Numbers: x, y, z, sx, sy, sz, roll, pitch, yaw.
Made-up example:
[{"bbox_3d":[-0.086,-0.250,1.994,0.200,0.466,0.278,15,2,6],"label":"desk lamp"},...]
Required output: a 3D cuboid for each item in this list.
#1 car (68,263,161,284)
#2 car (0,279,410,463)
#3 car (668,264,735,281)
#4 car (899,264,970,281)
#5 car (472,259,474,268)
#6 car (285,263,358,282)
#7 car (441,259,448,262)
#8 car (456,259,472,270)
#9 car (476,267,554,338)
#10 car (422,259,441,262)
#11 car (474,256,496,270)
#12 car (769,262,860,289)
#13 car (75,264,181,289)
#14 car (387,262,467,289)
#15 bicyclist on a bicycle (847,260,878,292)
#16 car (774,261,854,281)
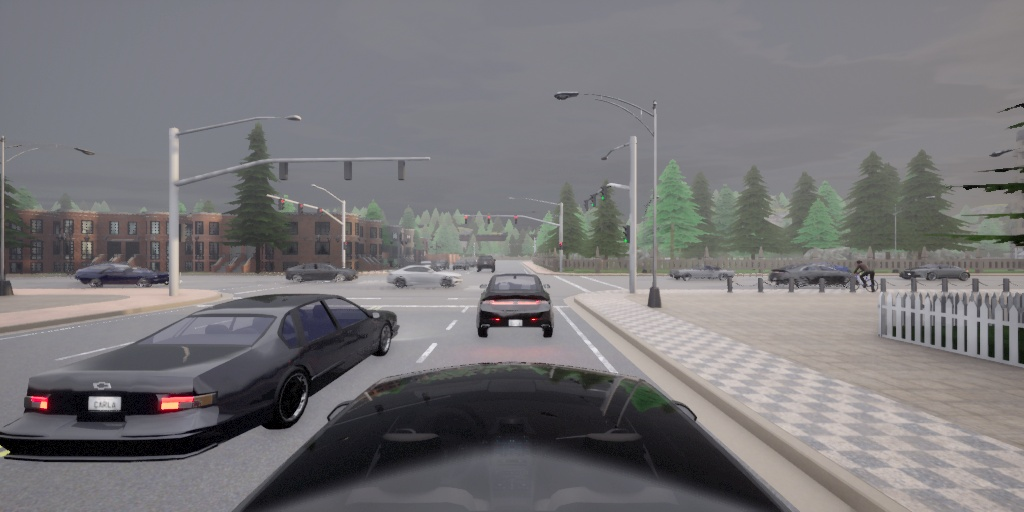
[{"bbox_3d":[-28.991,1.275,26.255,4.674,1.442,1.812,0,0,-2],"label":"car"},{"bbox_3d":[-3.434,1.297,5.552,2.033,1.411,5.357,0,0,1],"label":"car"},{"bbox_3d":[15.581,1.351,29.681,4.718,1.301,1.895,0,0,0],"label":"car"},{"bbox_3d":[34.847,1.314,29.636,4.181,1.385,1.994,0,0,1],"label":"car"},{"bbox_3d":[-7.021,1.255,59.944,1.837,1.490,4.892,0,0,0],"label":"car"},{"bbox_3d":[-14.257,1.255,27.000,4.892,1.490,1.837,0,0,-9],"label":"car"},{"bbox_3d":[-10.554,1.241,53.651,2.128,1.511,4.902,0,0,0],"label":"car"},{"bbox_3d":[-7.063,1.255,49.960,1.837,1.490,4.892,0,0,0],"label":"car"},{"bbox_3d":[0.087,1.242,10.217,2.128,1.511,4.902,0,0,0],"label":"car"},{"bbox_3d":[-10.557,1.276,44.543,1.812,1.442,4.674,0,0,0],"label":"car"},{"bbox_3d":[-3.294,0.971,46.552,2.150,2.045,5.566,0,0,-1],"label":"car"},{"bbox_3d":[18.914,1.241,22.479,4.902,1.511,2.128,0,0,0],"label":"car"},{"bbox_3d":[-24.194,1.351,22.889,4.718,1.301,1.895,0,0,-1],"label":"car"},{"bbox_3d":[-5.513,1.276,22.736,4.674,1.442,1.812,0,0,2],"label":"car"},{"bbox_3d":[18.260,1.052,18.693,0.582,1.620,1.656,0,0,0],"label":"bicyclist on a bicycle"},{"bbox_3d":[24.872,1.228,29.664,5.008,1.535,1.882,0,0,0],"label":"car"}]
